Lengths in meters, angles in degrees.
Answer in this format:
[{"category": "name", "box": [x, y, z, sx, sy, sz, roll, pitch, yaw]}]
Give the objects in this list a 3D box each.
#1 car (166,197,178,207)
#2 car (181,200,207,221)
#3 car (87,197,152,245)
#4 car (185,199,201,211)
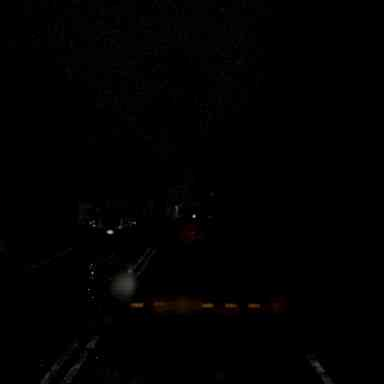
[{"category": "car", "box": [-3.256, 1.602, 54.556, 1.837, 1.490, 4.892, 0, 0, 0]}, {"category": "car", "box": [0.168, 1.596, 27.906, 1.837, 1.490, 4.892, 0, 0, 0]}, {"category": "car", "box": [-3.297, 1.281, 16.223, 2.150, 2.045, 5.566, 0, 0, 0]}, {"category": "car", "box": [0.150, 1.667, 43.593, 1.994, 1.385, 4.181, 0, 0, 0]}]
